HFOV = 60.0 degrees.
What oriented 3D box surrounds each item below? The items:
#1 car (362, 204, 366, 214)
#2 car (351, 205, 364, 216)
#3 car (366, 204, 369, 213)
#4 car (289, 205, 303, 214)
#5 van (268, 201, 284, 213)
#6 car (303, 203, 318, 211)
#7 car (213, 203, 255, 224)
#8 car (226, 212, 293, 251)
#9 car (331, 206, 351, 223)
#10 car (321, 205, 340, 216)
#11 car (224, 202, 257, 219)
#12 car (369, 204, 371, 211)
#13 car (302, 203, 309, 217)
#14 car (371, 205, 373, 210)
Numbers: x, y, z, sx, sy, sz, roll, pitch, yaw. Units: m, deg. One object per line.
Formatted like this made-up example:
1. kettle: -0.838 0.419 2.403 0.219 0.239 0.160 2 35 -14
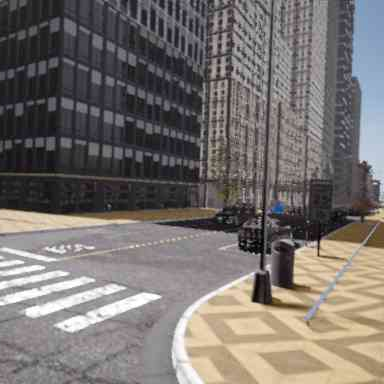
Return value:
1. car: 26.977 3.007 54.593 1.802 1.307 4.206 2 0 31
2. car: 24.040 2.859 49.777 1.947 1.339 4.313 2 0 31
3. car: 29.919 2.998 59.409 1.967 1.590 4.097 2 0 31
4. car: 14.740 2.445 45.444 1.994 1.385 4.181 3 0 32
5. van: 11.030 2.056 44.519 1.690 1.788 3.998 2 0 31
6. car: 22.769 2.827 63.776 1.802 1.307 4.206 2 0 31
7. car: 3.461 1.872 27.125 1.837 1.490 4.892 3 0 31
8. car: 3.590 1.916 15.999 2.008 1.369 4.403 2 0 31
9. car: 15.228 2.461 35.328 1.947 1.339 4.313 2 0 31
10. car: 20.465 2.699 49.051 1.994 1.385 4.181 3 0 32
11. car: 5.154 1.889 34.888 1.967 1.590 4.097 2 0 31
12. car: 32.852 3.256 64.225 1.947 1.339 4.313 2 0 31
13. car: 15.454 2.456 40.740 2.033 1.411 5.357 3 0 32
14. car: 39.104 3.497 75.107 1.812 1.442 4.674 3 0 31
